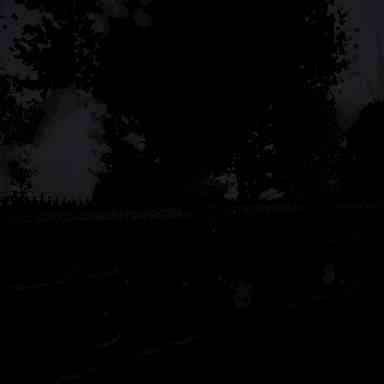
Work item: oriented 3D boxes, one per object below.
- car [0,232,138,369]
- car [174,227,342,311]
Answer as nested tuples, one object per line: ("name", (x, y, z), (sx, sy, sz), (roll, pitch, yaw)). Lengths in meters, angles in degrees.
("car", (-2.902, 1.439, 4.487), (4.097, 1.590, 1.967), (0, 0, -36))
("car", (1.683, 1.544, 7.759), (4.507, 1.381, 1.887), (0, 0, -36))
